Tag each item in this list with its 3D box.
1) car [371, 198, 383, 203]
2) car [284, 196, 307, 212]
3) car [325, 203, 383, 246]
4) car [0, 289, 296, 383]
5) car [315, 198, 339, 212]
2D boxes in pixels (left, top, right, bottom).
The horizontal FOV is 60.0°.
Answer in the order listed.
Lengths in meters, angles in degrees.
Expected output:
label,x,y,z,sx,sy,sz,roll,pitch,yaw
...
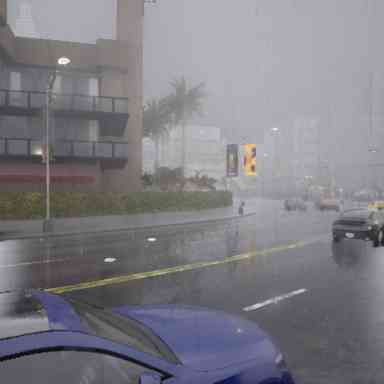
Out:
label,x,y,z,sx,sy,sz,roll,pitch,yaw
car,16.435,1.466,28.742,1.882,1.535,5.008,0,0,22
car,12.110,1.328,39.172,2.097,1.767,4.553,0,0,9
car,8.081,1.501,15.446,1.837,1.490,4.892,0,0,42
car,-1.229,1.523,2.426,4.674,1.442,1.812,0,0,-36
car,15.482,1.459,38.242,1.882,1.535,5.008,0,0,10
